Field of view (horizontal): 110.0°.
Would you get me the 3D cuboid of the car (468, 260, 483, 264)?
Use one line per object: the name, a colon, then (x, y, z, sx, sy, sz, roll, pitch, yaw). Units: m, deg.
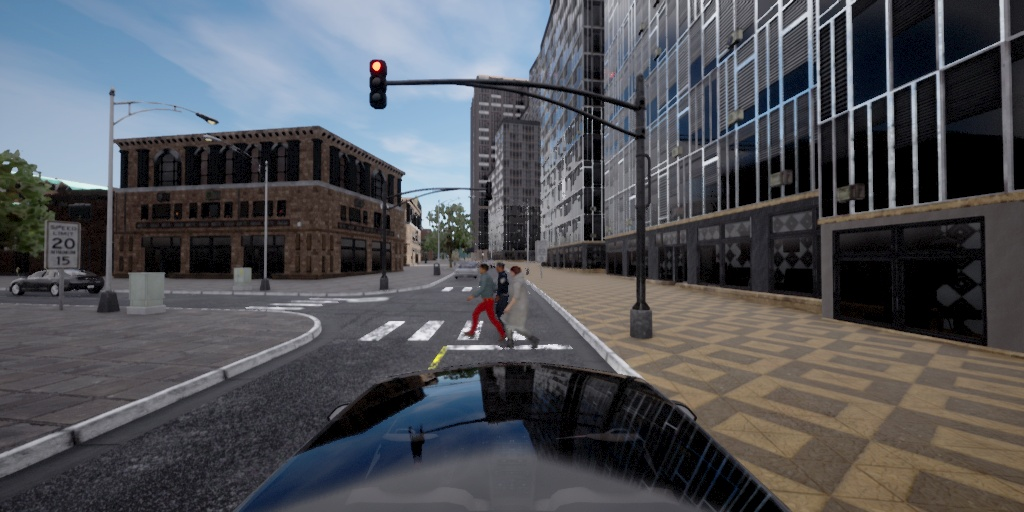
car: (-5.348, 1.283, 48.409, 2.033, 1.411, 5.357, 0, 0, -6)

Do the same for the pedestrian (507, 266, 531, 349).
pedestrian: (0.152, 1.044, 7.723, 0.375, 1.860, 0.375, 1, -1, -1)

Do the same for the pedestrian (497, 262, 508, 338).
pedestrian: (-0.231, 1.044, 9.098, 0.375, 1.860, 0.375, 1, -1, -1)

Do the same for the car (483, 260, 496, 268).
car: (-3.617, 1.284, 58.798, 2.033, 1.411, 5.357, 0, 0, -7)

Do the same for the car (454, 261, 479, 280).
car: (-3.946, 1.343, 31.427, 1.895, 1.301, 4.718, 0, 0, -4)

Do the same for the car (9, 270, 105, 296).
car: (-24.246, 1.380, 19.136, 4.403, 1.370, 2.007, 0, 0, 9)

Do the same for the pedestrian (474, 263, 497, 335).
pedestrian: (-0.618, 1.043, 8.350, 0.375, 1.860, 0.375, 1, -1, -1)
